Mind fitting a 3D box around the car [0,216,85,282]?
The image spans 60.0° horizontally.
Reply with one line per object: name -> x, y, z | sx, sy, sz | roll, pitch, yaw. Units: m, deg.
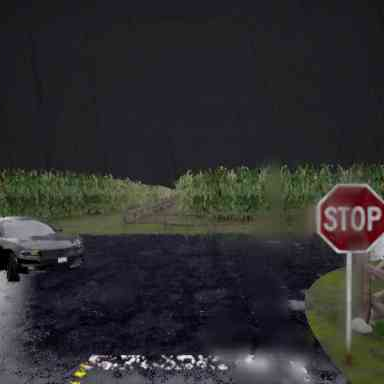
car -> -5.193, 1.498, 10.011 | 5.008, 1.535, 1.882 | -2, -2, 40
